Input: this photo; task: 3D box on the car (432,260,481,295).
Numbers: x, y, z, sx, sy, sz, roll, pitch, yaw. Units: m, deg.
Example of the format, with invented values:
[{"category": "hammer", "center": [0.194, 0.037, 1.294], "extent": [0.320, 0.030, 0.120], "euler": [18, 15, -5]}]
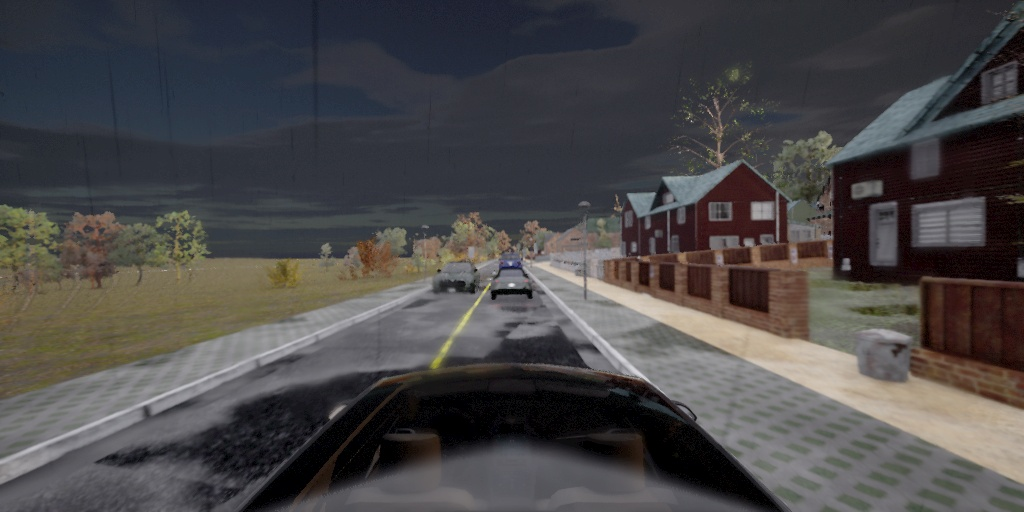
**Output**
[{"category": "car", "center": [-2.860, 1.048, 19.307], "extent": [2.097, 1.767, 4.553], "euler": [-1, 0, 0]}]

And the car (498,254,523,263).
[{"category": "car", "center": [-0.116, 0.801, 34.492], "extent": [2.150, 2.045, 5.566], "euler": [-1, 0, 0]}]

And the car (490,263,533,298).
[{"category": "car", "center": [-0.021, 1.229, 17.769], "extent": [1.994, 1.385, 4.181], "euler": [-1, 0, 0]}]
